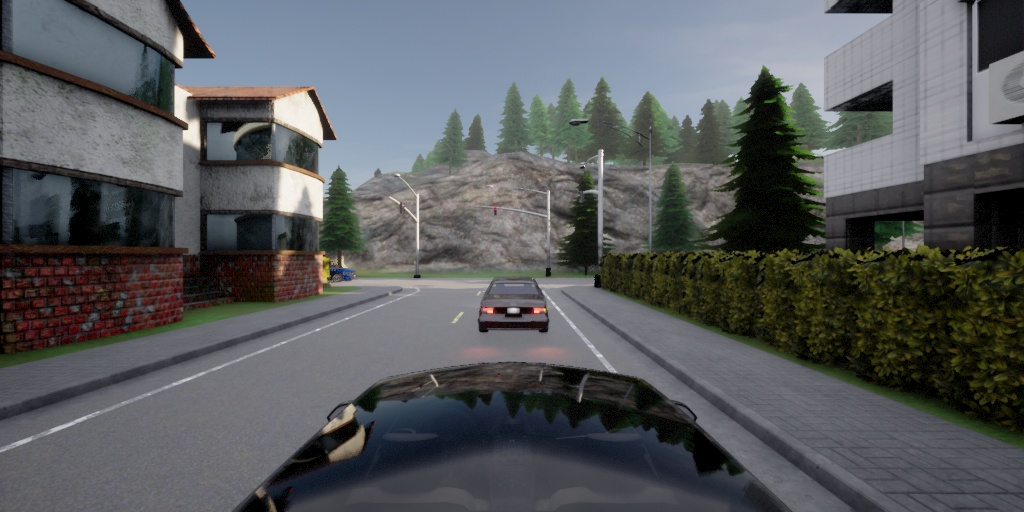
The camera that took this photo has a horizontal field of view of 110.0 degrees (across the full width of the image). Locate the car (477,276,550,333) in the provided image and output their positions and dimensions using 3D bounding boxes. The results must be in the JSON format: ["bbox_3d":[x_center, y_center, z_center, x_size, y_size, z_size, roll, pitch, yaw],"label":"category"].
[{"bbox_3d":[0.052,1.297,10.728,2.033,1.411,5.357,0,0,0],"label":"car"}]

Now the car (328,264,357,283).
[{"bbox_3d":[-14.290,1.227,26.885,5.008,1.535,1.882,0,0,1],"label":"car"}]
